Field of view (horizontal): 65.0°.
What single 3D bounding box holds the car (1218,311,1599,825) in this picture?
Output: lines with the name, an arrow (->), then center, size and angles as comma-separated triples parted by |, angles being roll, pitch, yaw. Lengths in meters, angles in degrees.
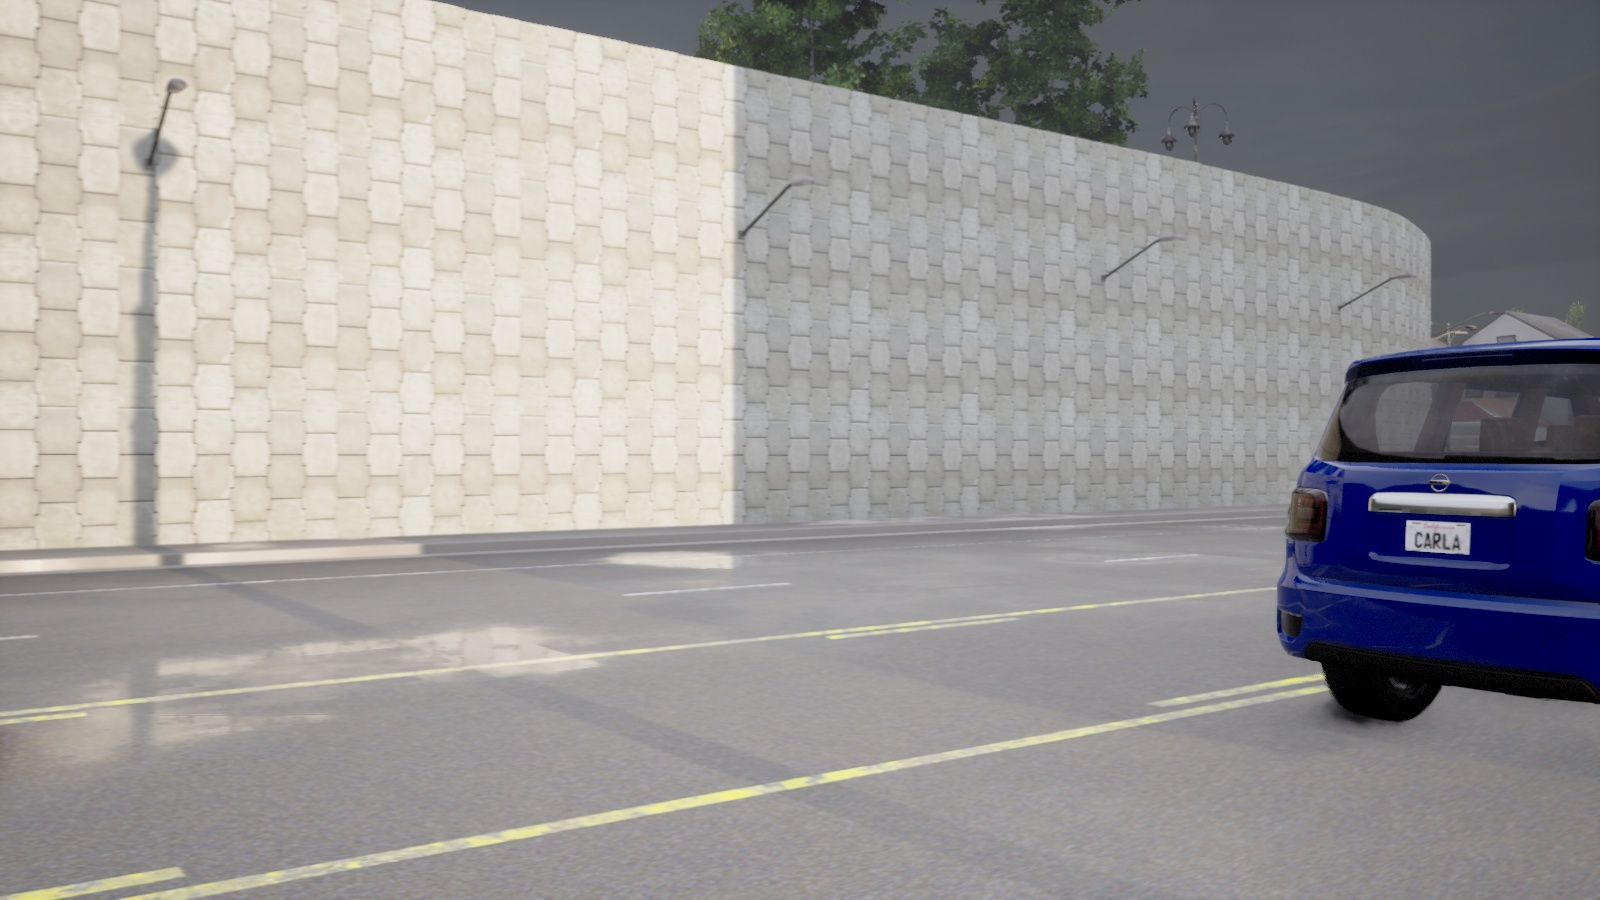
car -> 5.055, 0.471, 7.178 | 5.566, 2.045, 2.150 | 0, 0, -35
